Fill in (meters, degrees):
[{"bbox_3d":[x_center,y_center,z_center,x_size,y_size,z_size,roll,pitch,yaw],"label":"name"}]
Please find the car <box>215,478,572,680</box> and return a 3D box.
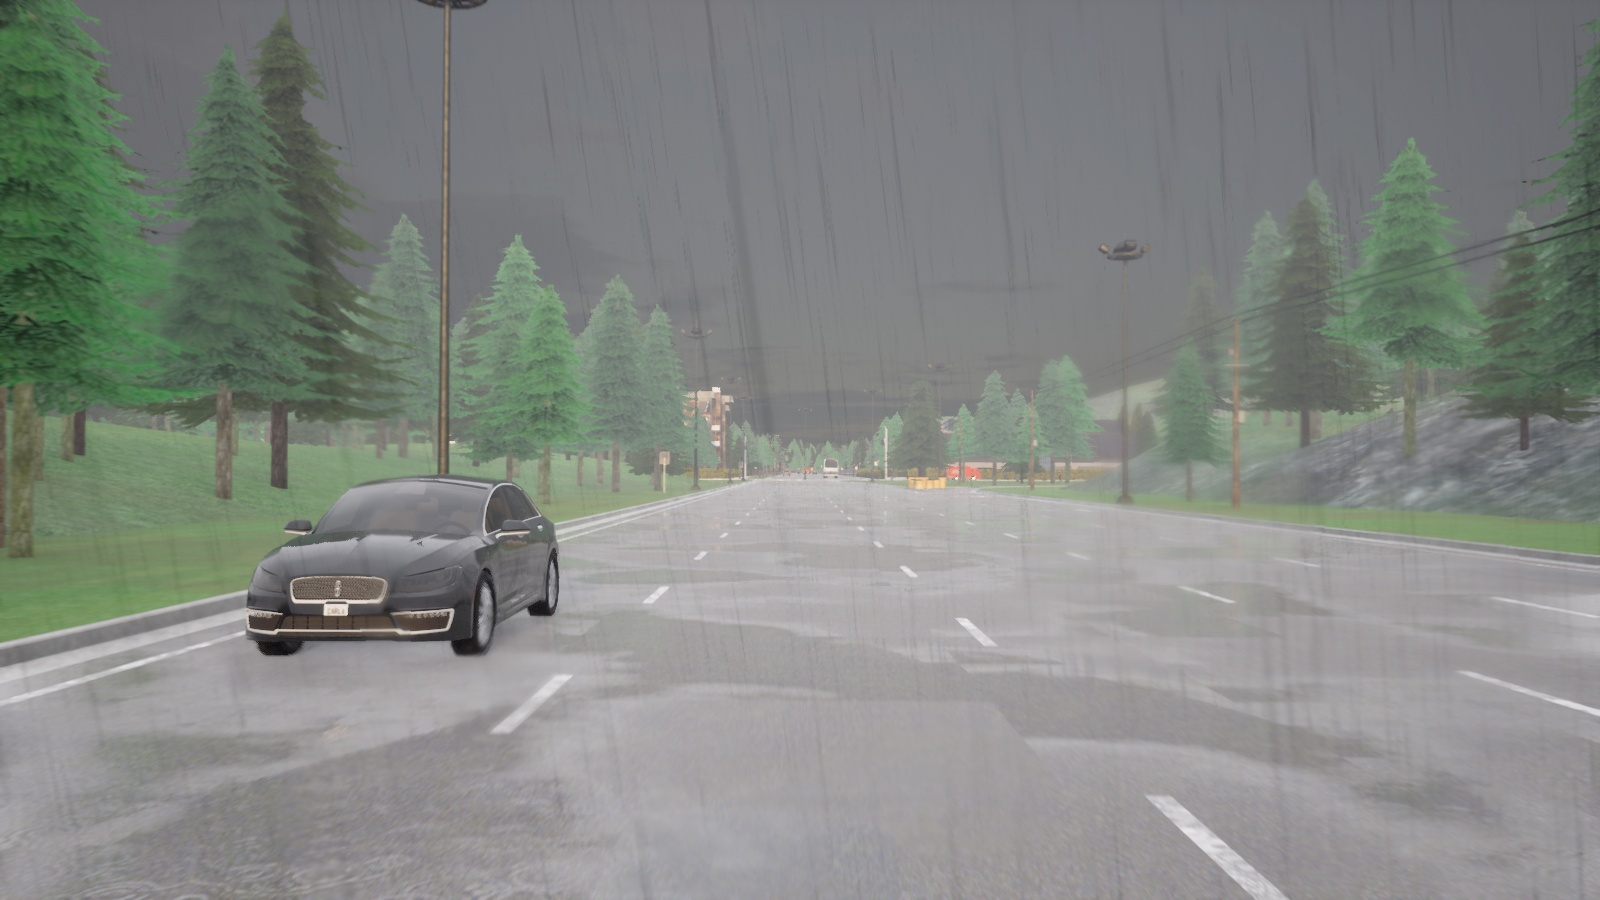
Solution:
[{"bbox_3d":[-3.528,1.034,11.980,1.837,1.490,4.892,0,-1,0],"label":"car"}]
